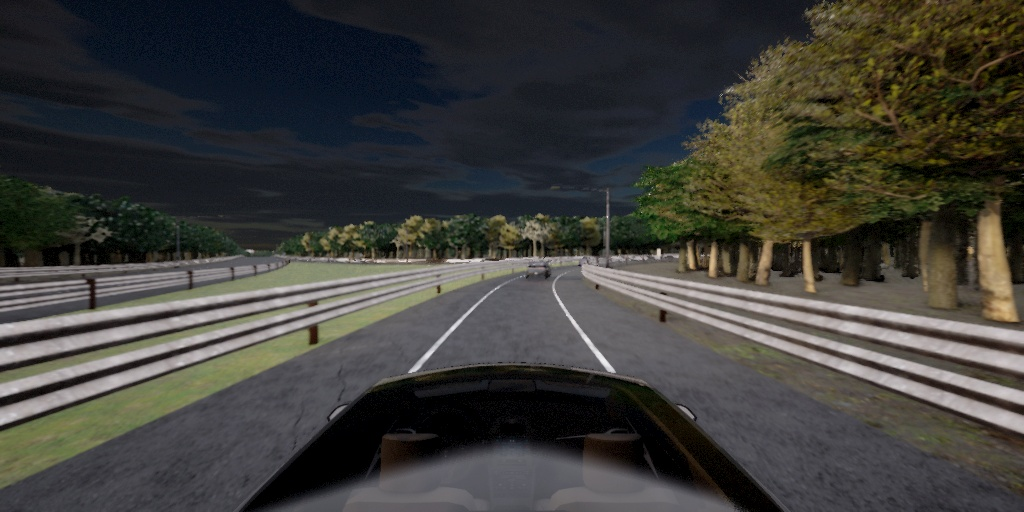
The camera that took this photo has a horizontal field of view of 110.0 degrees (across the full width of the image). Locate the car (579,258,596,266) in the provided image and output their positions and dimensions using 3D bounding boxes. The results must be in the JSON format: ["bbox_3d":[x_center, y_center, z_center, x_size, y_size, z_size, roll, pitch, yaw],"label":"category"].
[{"bbox_3d":[12.539,0.977,59.539,1.994,1.385,4.181,1,1,27],"label":"car"}]

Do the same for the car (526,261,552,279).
[{"bbox_3d":[2.393,1.161,31.070,2.128,1.511,4.902,0,1,11],"label":"car"}]
